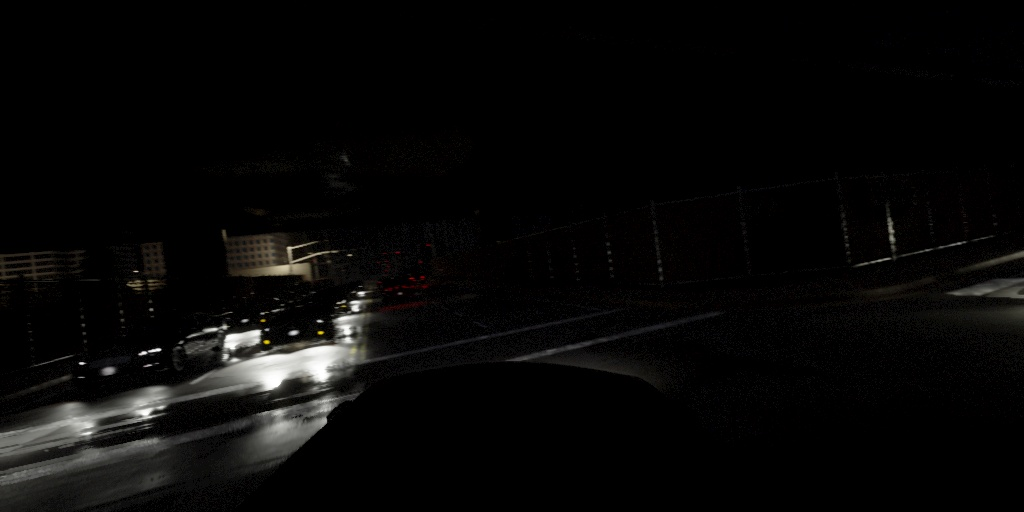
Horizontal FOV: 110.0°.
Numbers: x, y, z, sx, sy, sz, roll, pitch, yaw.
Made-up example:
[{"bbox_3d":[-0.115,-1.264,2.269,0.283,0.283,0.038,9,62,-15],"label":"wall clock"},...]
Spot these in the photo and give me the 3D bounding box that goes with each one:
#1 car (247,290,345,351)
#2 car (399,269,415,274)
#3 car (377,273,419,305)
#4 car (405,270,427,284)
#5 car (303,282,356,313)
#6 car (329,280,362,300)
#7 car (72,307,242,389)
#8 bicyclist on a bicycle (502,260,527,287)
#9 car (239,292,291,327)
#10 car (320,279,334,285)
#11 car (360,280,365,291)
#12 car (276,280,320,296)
[{"bbox_3d":[-7.323,2.231,12.670,1.994,1.385,4.181,-7,0,-21],"label":"car"},{"bbox_3d":[-15.359,2.946,53.241,2.150,2.045,5.566,-7,0,-21],"label":"car"},{"bbox_3d":[-7.533,2.187,23.481,1.882,1.535,5.008,-7,0,-21],"label":"car"},{"bbox_3d":[-11.685,2.782,43.894,1.812,1.442,4.674,-7,0,-20],"label":"car"},{"bbox_3d":[-10.513,2.579,20.978,1.837,1.490,4.892,-7,0,-21],"label":"car"},{"bbox_3d":[-14.149,3.066,30.503,1.812,1.442,4.674,-7,0,-21],"label":"car"},{"bbox_3d":[-10.260,2.518,10.593,2.128,1.511,4.902,-7,0,-21],"label":"car"},{"bbox_3d":[0.113,1.060,22.166,1.656,1.620,0.582,-7,0,-21],"label":"bicyclist on a bicycle"},{"bbox_3d":[-13.429,2.996,18.903,1.994,1.385,4.181,-7,0,-21],"label":"car"},{"bbox_3d":[-22.988,3.871,43.983,2.150,2.045,5.566,-7,0,-21],"label":"car"},{"bbox_3d":[-19.567,3.742,44.857,1.837,1.490,4.892,-7,-1,-21],"label":"car"},{"bbox_3d":[-17.191,3.130,28.611,2.150,2.045,5.566,-7,0,-21],"label":"car"}]
